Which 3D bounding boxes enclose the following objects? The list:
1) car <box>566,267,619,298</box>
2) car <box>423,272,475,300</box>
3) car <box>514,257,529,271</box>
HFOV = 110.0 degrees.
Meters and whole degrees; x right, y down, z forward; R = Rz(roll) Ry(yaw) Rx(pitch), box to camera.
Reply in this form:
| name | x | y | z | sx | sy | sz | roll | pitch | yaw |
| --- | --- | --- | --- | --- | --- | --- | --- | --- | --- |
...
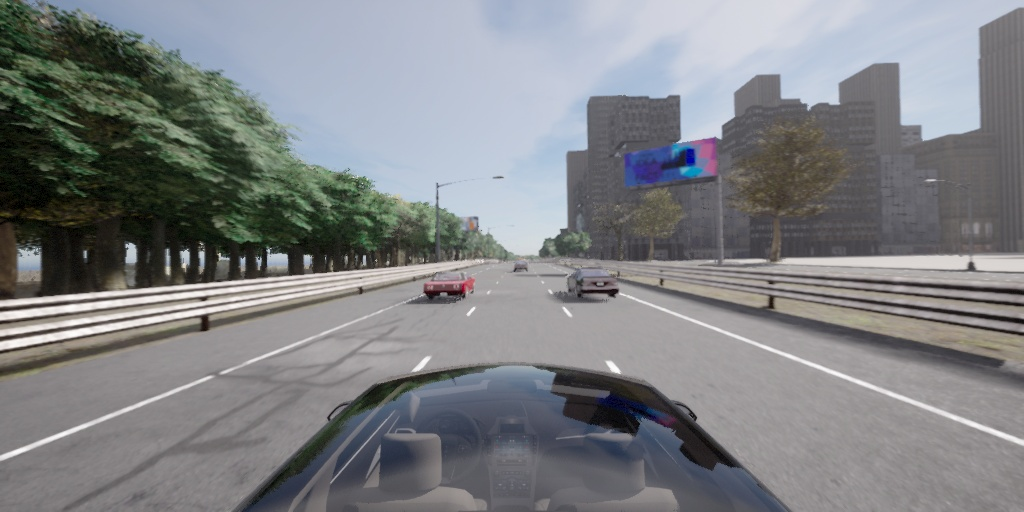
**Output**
| name | x | y | z | sx | sy | sz | roll | pitch | yaw |
| --- | --- | --- | --- | --- | --- | --- | --- | --- | --- |
| car | 3.950 | 1.279 | 18.251 | 2.033 | 1.411 | 5.357 | -1 | 0 | 2 |
| car | -3.040 | 1.450 | 18.487 | 1.895 | 1.301 | 4.718 | -1 | 0 | 2 |
| car | 1.214 | 1.273 | 48.071 | 2.033 | 1.411 | 5.357 | -1 | 0 | 2 |
